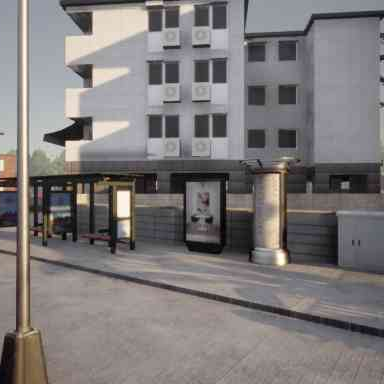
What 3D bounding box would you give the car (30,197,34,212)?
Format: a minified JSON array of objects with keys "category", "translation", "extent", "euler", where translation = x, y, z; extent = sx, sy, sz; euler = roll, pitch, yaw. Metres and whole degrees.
[{"category":"car","translation":[-16.871,1.352,34.256],"extent":[2.097,1.767,4.553],"euler":[0,0,36]}]
